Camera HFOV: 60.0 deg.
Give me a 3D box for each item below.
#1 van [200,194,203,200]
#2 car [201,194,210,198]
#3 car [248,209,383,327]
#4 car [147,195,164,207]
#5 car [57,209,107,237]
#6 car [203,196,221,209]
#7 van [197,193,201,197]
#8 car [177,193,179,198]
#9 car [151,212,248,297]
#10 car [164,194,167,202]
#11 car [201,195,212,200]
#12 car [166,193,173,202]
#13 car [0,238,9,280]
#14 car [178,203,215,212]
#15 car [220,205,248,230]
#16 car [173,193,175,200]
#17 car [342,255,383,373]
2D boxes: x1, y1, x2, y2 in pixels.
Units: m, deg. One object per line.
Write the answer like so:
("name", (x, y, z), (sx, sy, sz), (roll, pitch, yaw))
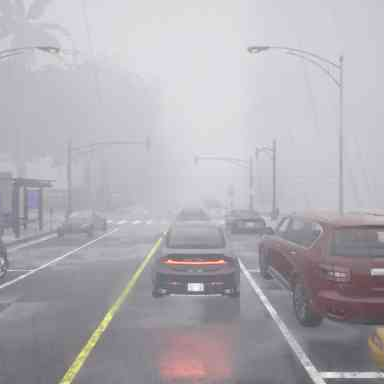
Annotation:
("van", (2.832, 1.306, 60.509), (1.690, 1.788, 3.998), (0, 0, 0))
("car", (2.827, 1.496, 55.259), (1.752, 1.417, 4.829), (0, 0, 0))
("car", (2.767, 1.314, 6.960), (2.192, 1.841, 5.009), (0, 0, 0))
("car", (-5.706, 1.526, 49.698), (2.008, 1.369, 4.403), (0, 0, 0))
("car", (-5.744, 1.577, 17.839), (1.802, 1.307, 4.206), (0, 0, 0))
("car", (2.813, 1.545, 44.248), (1.947, 1.339, 4.313), (0, 0, 0))
("van", (2.859, 1.278, 82.190), (1.690, 1.788, 3.998), (0, 0, 0))
("car", (-5.654, 1.234, 93.061), (2.192, 1.841, 5.009), (0, 0, 0))
("car", (0.086, 1.503, 8.542), (1.837, 1.490, 4.892), (0, 0, 0))
("car", (-5.699, 1.410, 55.118), (1.967, 1.590, 4.097), (0, 0, 0))
("car", (2.820, 1.541, 49.668), (1.947, 1.339, 4.313), (0, 0, 0))
("car", (-5.680, 1.392, 71.379), (1.967, 1.590, 4.097), (0, 0, 0))
("car", (-5.758, 1.439, 6.987), (1.967, 1.590, 4.097), (0, 0, 0))
("car", (0.024, 1.559, 18.571), (1.994, 1.385, 4.181), (0, 0, 0))
("car", (2.781, 1.561, 17.811), (1.947, 1.339, 4.313), (0, 0, 0))
("car", (-5.674, 1.259, 76.800), (2.192, 1.841, 5.009), (0, 0, 0))
("car", (2.762, 1.525, 1.705), (1.752, 1.417, 4.829), (0, 0, 0))
